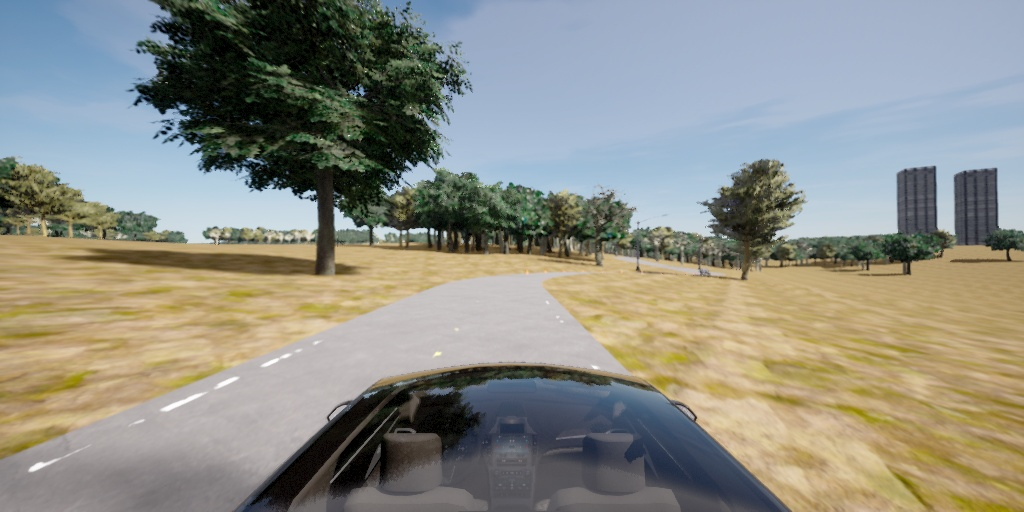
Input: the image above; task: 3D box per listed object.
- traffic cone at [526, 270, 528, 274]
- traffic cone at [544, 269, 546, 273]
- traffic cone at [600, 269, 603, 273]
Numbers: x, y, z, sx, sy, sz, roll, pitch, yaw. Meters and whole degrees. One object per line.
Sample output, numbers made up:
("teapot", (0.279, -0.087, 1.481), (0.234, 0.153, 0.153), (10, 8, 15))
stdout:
("traffic cone", (1.985, 2.027, 46.663), (0.340, 0.580, 0.340), (0, 0, 29))
("traffic cone", (4.754, 2.117, 51.158), (0.340, 0.580, 0.340), (0, 0, 35))
("traffic cone", (15.636, 2.597, 62.586), (0.340, 0.580, 0.340), (0, 0, -37))
